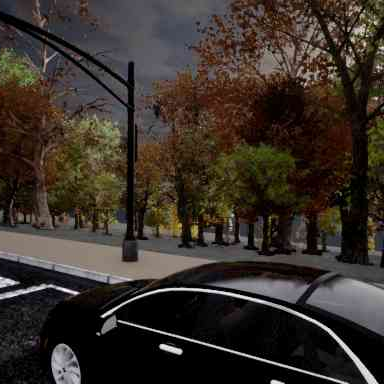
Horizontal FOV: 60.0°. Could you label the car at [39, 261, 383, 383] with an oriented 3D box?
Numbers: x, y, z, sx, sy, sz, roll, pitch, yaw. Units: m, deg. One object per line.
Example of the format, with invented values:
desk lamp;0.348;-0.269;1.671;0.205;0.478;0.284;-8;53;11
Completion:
car;0.370;1.505;3.411;4.892;1.490;1.837;0;0;36
